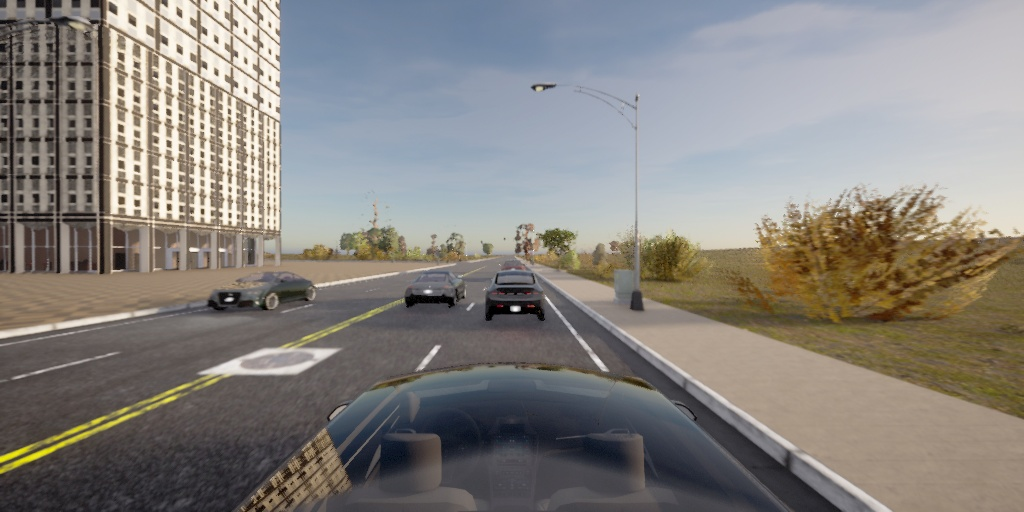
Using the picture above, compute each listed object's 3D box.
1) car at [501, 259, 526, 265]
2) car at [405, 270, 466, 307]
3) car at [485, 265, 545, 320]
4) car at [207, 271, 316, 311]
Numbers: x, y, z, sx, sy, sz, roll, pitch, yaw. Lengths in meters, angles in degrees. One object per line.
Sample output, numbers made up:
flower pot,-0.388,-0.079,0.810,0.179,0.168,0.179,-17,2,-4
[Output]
car,0.095,1.077,30.663,2.097,1.767,4.553,0,0,0
car,-3.153,1.302,15.458,1.994,1.385,4.181,0,0,0
car,0.097,1.246,12.629,1.837,1.490,4.892,0,0,0
car,-9.753,1.311,14.364,1.994,1.385,4.181,0,0,0
